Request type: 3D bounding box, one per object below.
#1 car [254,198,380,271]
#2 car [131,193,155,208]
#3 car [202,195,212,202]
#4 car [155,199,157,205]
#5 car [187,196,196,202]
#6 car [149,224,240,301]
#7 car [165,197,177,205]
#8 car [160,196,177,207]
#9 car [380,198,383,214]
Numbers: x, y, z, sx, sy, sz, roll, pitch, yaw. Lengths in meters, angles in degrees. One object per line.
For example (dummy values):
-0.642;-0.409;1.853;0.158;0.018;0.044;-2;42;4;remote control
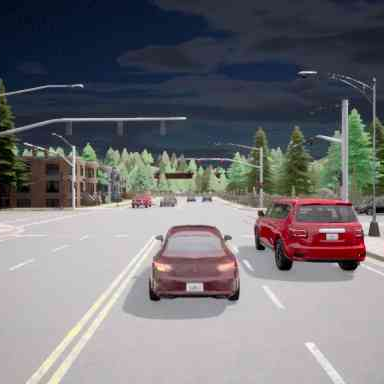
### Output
3.551;1.221;11.086;2.150;2.045;5.566;0;0;0;car
-7.178;1.221;47.927;2.150;2.045;5.566;0;0;2;car
3.342;1.355;74.368;2.097;1.767;4.553;0;0;0;car
-7.215;1.525;57.326;1.812;1.442;4.674;0;0;0;car
-0.165;1.553;74.595;1.994;1.385;4.181;0;0;0;car
0.045;1.526;8.205;1.812;1.442;4.674;0;0;0;car
-3.710;1.564;59.811;1.994;1.385;4.181;0;0;0;car
-3.711;1.352;51.203;2.097;1.767;4.553;0;0;0;car
18.255;1.352;32.480;4.553;1.767;2.097;0;0;0;car
